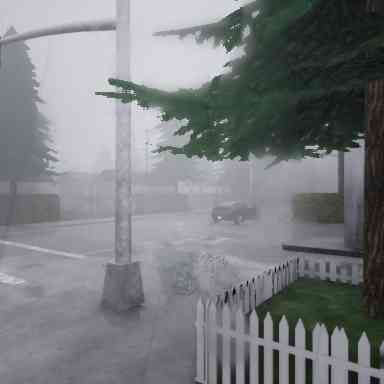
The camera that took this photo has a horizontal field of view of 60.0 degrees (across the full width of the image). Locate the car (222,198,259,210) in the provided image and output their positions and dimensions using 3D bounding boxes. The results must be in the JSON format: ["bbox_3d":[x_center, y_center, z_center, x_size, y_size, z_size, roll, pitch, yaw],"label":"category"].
[{"bbox_3d":[5.894,1.477,40.873,1.994,1.385,4.181,-1,0,-44],"label":"car"}]

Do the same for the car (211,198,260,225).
[{"bbox_3d":[3.183,1.363,23.390,1.837,1.490,4.892,1,1,35],"label":"car"}]
